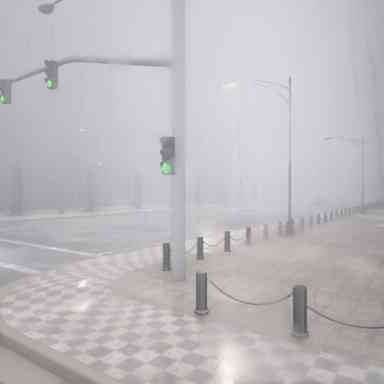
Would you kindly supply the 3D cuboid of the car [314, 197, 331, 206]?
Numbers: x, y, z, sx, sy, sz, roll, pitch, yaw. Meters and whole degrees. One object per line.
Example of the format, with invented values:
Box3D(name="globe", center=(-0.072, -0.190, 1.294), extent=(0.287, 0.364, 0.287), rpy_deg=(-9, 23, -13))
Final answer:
Box3D(name="car", center=(21.417, 1.508, 54.572), extent=(1.994, 1.385, 4.181), rpy_deg=(0, 0, 35))
